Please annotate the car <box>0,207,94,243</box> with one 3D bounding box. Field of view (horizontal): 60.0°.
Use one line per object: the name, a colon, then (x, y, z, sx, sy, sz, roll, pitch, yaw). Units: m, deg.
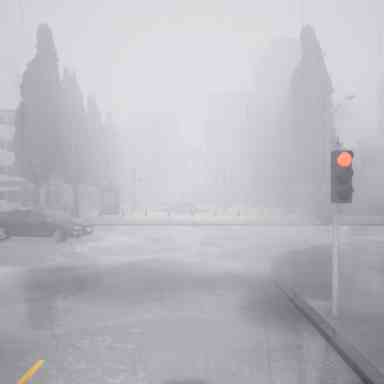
car: (-7.086, 1.506, 15.704, 4.892, 1.490, 1.837, 0, -1, 11)
